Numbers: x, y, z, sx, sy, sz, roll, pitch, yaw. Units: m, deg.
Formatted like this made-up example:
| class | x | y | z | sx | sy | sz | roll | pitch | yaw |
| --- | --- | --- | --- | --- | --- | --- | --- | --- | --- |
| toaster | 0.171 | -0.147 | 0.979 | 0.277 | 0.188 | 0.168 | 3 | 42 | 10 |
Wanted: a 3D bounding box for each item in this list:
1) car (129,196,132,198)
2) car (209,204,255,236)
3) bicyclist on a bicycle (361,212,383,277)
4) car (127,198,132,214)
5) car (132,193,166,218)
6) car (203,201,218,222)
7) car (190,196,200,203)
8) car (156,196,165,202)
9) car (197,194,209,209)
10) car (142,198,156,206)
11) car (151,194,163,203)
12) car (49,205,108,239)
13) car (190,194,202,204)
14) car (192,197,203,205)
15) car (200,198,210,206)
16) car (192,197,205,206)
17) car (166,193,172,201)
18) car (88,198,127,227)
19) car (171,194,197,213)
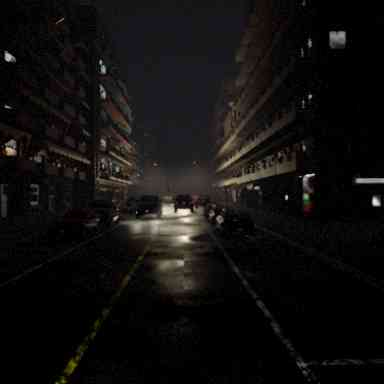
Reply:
| class | x | y | z | sx | sy | sz | roll | pitch | yaw |
| --- | --- | --- | --- | --- | --- | --- | --- | --- | --- |
| car | -6.761 | 1.419 | 40.107 | 2.192 | 1.841 | 5.009 | 0 | 0 | -2 |
| car | 2.242 | 1.557 | 18.047 | 2.008 | 1.369 | 4.403 | 0 | 0 | -2 |
| bicyclist on a bicycle | 4.915 | 1.274 | 8.079 | 1.656 | 1.620 | 0.582 | 0 | 0 | -2 |
| car | -6.601 | 1.620 | 34.371 | 1.752 | 1.417 | 4.829 | 0 | 0 | -2 |
| car | -3.884 | 1.291 | 31.108 | 2.150 | 2.045 | 5.566 | 0 | 0 | -1 |
| car | 2.085 | 1.565 | 23.612 | 2.008 | 1.369 | 4.403 | 0 | 0 | -2 |
| car | 0.675 | 1.648 | 73.704 | 2.008 | 1.369 | 4.403 | 0 | 0 | -2 |
| car | -8.016 | 1.764 | 84.632 | 1.802 | 1.307 | 4.206 | 0 | 0 | -2 |
| car | 1.460 | 1.364 | 45.875 | 2.192 | 1.841 | 5.009 | 0 | 0 | -2 |
| car | -7.232 | 1.698 | 56.804 | 1.947 | 1.339 | 4.313 | 0 | 0 | -2 |
| car | -7.701 | 1.476 | 73.501 | 2.192 | 1.841 | 5.009 | 0 | 0 | -2 |
| car | -6.136 | 1.615 | 17.844 | 1.887 | 1.381 | 4.507 | 0 | 0 | -2 |
| car | 0.833 | 1.402 | 68.137 | 2.192 | 1.841 | 5.009 | 0 | 0 | -2 |
| car | 0.989 | 1.622 | 62.572 | 1.887 | 1.381 | 4.507 | 0 | 0 | -2 |
| car | 1.924 | 1.548 | 29.348 | 1.752 | 1.417 | 4.829 | 0 | 0 | -2 |
| car | 1.145 | 1.619 | 57.006 | 2.008 | 1.369 | 4.403 | 0 | 0 | -2 |
| car | -4.901 | 1.235 | 69.116 | 2.150 | 2.045 | 5.566 | 0 | 0 | -2 |
| car | -6.291 | 1.394 | 23.411 | 2.192 | 1.841 | 5.009 | 0 | 0 | -2 |
| car | -0.926 | 1.279 | 38.068 | 2.150 | 2.045 | 5.566 | 0 | 0 | -2 |
